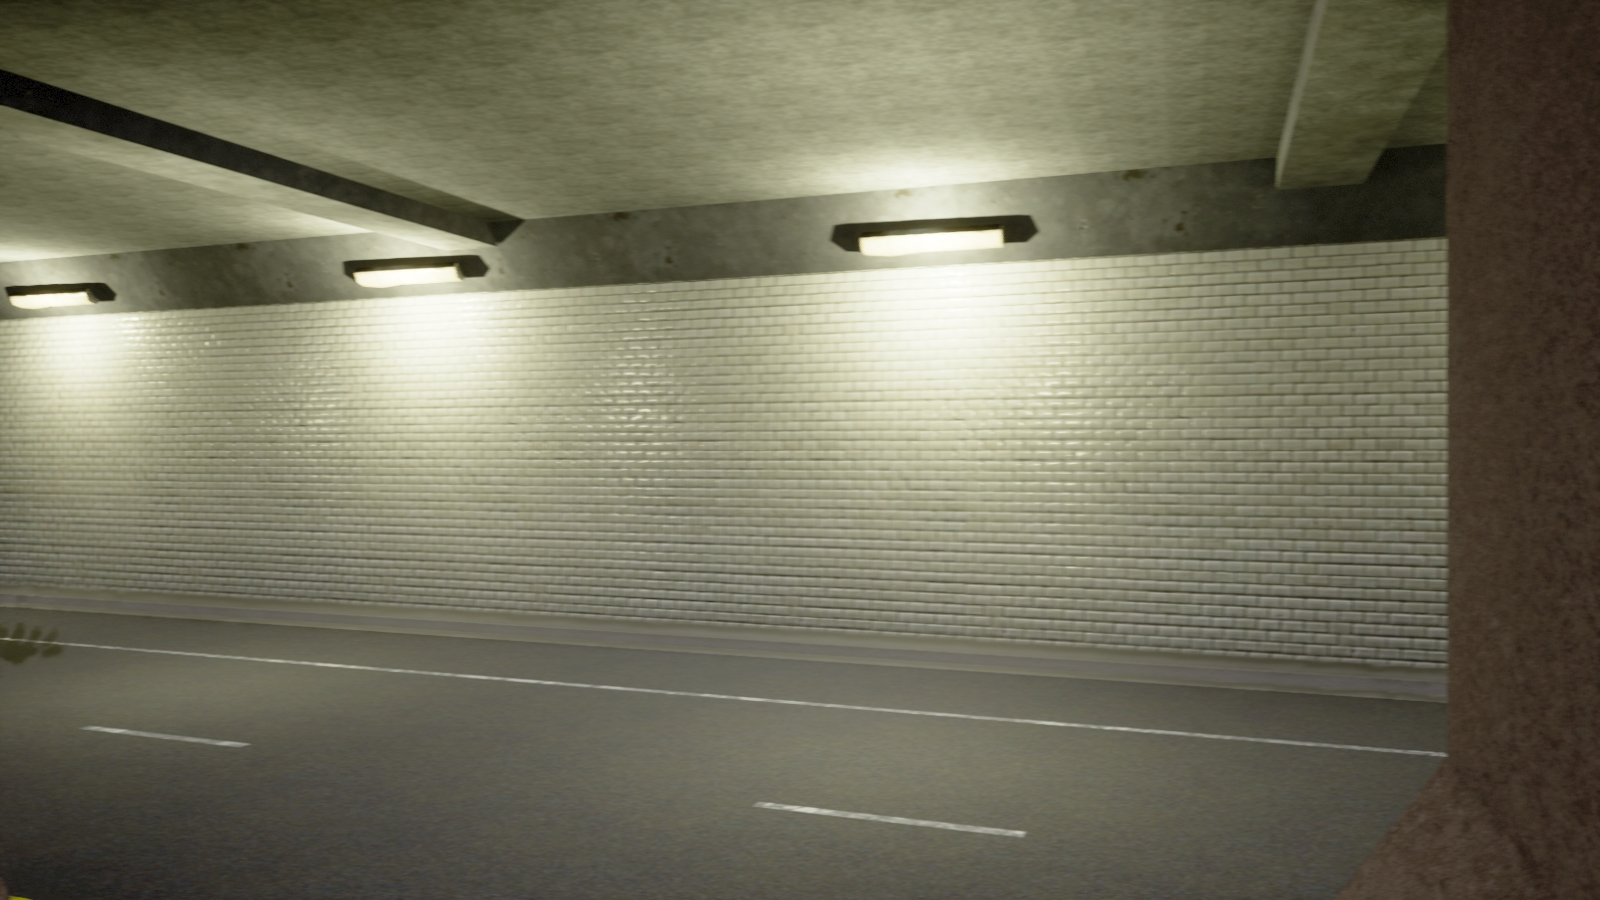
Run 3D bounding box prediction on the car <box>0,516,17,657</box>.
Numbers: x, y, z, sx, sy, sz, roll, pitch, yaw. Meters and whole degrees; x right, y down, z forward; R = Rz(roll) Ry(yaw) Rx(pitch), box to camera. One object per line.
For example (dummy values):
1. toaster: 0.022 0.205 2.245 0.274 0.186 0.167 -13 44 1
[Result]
1. car: -12.875 1.857 15.429 3.866 1.878 1.905 0 0 20
